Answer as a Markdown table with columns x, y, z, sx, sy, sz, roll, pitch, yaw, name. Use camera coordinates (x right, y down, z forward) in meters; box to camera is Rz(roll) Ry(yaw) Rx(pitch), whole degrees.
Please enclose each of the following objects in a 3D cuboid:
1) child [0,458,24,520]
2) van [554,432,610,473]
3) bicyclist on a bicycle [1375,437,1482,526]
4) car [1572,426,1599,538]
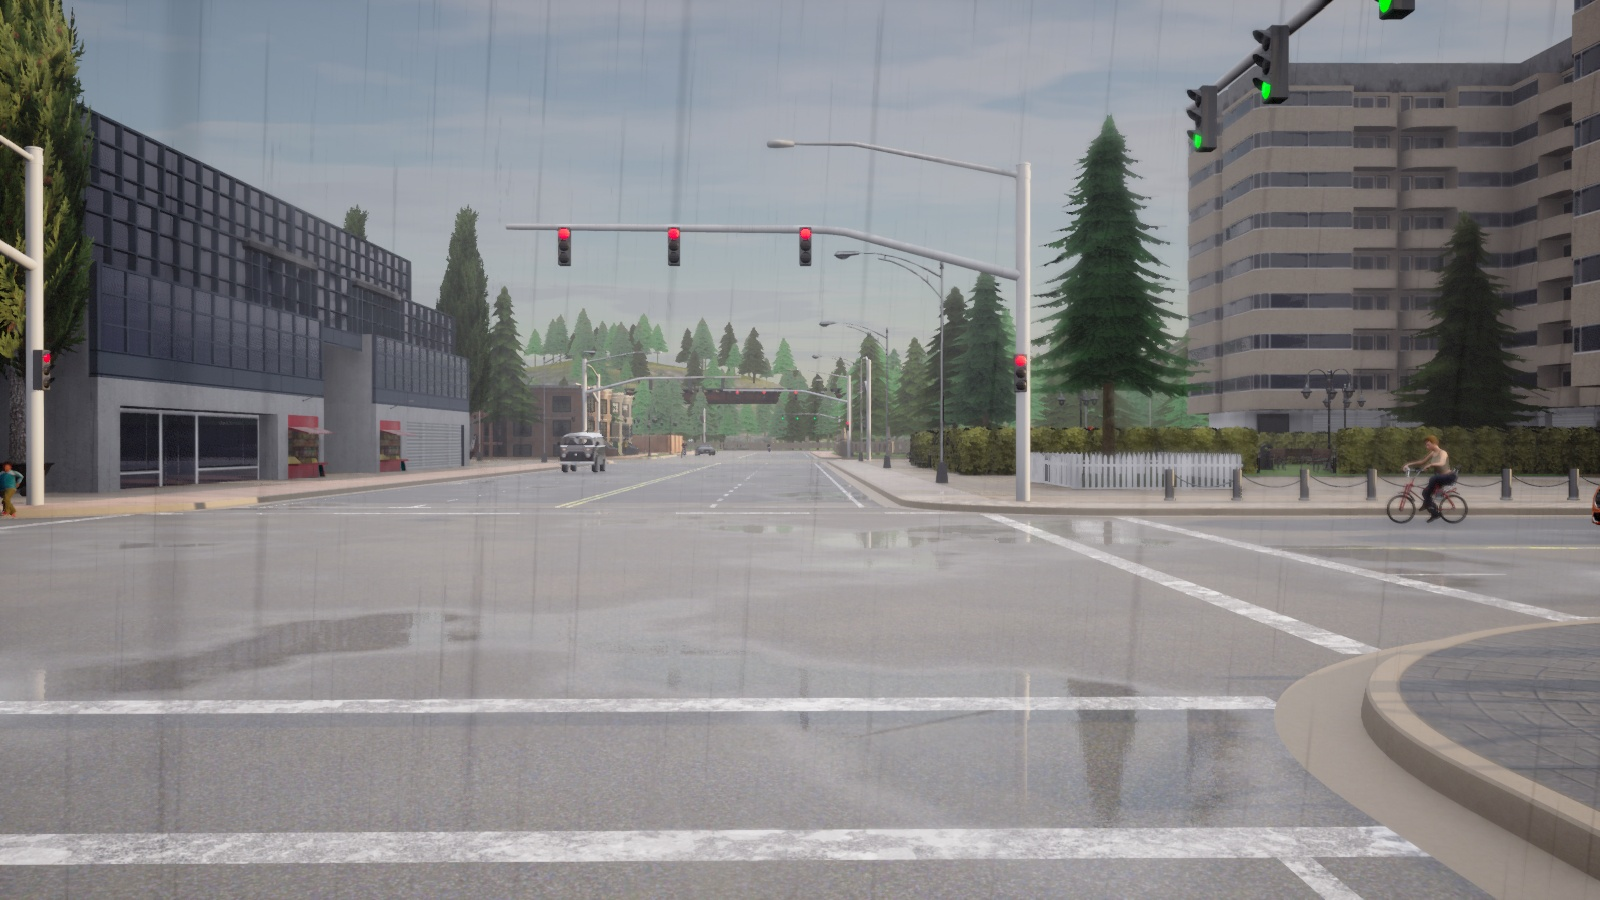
| x | y | z | sx | sy | sz | roll | pitch | yaw | name |
| --- | --- | --- | --- | --- | --- | --- | --- | --- | --- |
| -15.568 | 0.759 | 24.690 | 0.343 | 1.192 | 0.448 | 0 | 0 | -1 | child |
| -11.014 | 0.101 | 63.739 | 2.069 | 2.038 | 4.480 | 0 | 0 | 0 | van |
| 11.464 | 0.563 | 22.946 | 1.509 | 1.612 | 0.866 | 0 | 0 | 0 | bicyclist on a bicycle |
| 14.889 | 0.507 | 19.479 | 4.553 | 1.767 | 2.097 | 0 | 0 | 0 | car |
